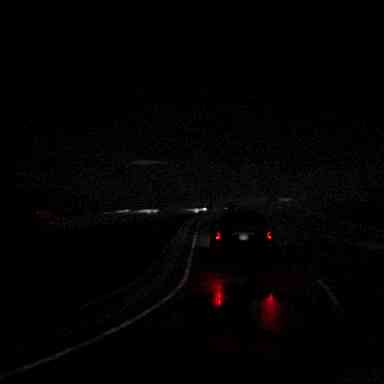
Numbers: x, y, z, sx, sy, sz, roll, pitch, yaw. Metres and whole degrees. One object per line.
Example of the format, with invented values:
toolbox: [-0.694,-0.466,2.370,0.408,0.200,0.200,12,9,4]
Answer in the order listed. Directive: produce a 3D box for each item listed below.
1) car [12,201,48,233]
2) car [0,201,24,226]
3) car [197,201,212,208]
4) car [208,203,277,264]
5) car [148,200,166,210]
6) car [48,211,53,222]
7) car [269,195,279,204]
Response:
car: [-12.508,1.659,21.155,2.150,2.045,5.566,-1,0,31]
car: [-17.001,1.800,27.147,2.150,2.045,5.566,-1,-1,32]
car: [2.243,2.256,59.829,1.895,1.301,4.718,-1,-1,15]
car: [1.767,1.460,12.426,2.097,1.767,4.553,-1,-1,4]
car: [-5.911,2.195,56.712,2.128,1.511,4.902,-1,-1,16]
car: [-13.535,1.988,26.287,1.882,1.535,5.008,-1,-1,30]
car: [19.815,1.751,80.717,2.150,2.045,5.566,-1,-1,15]
